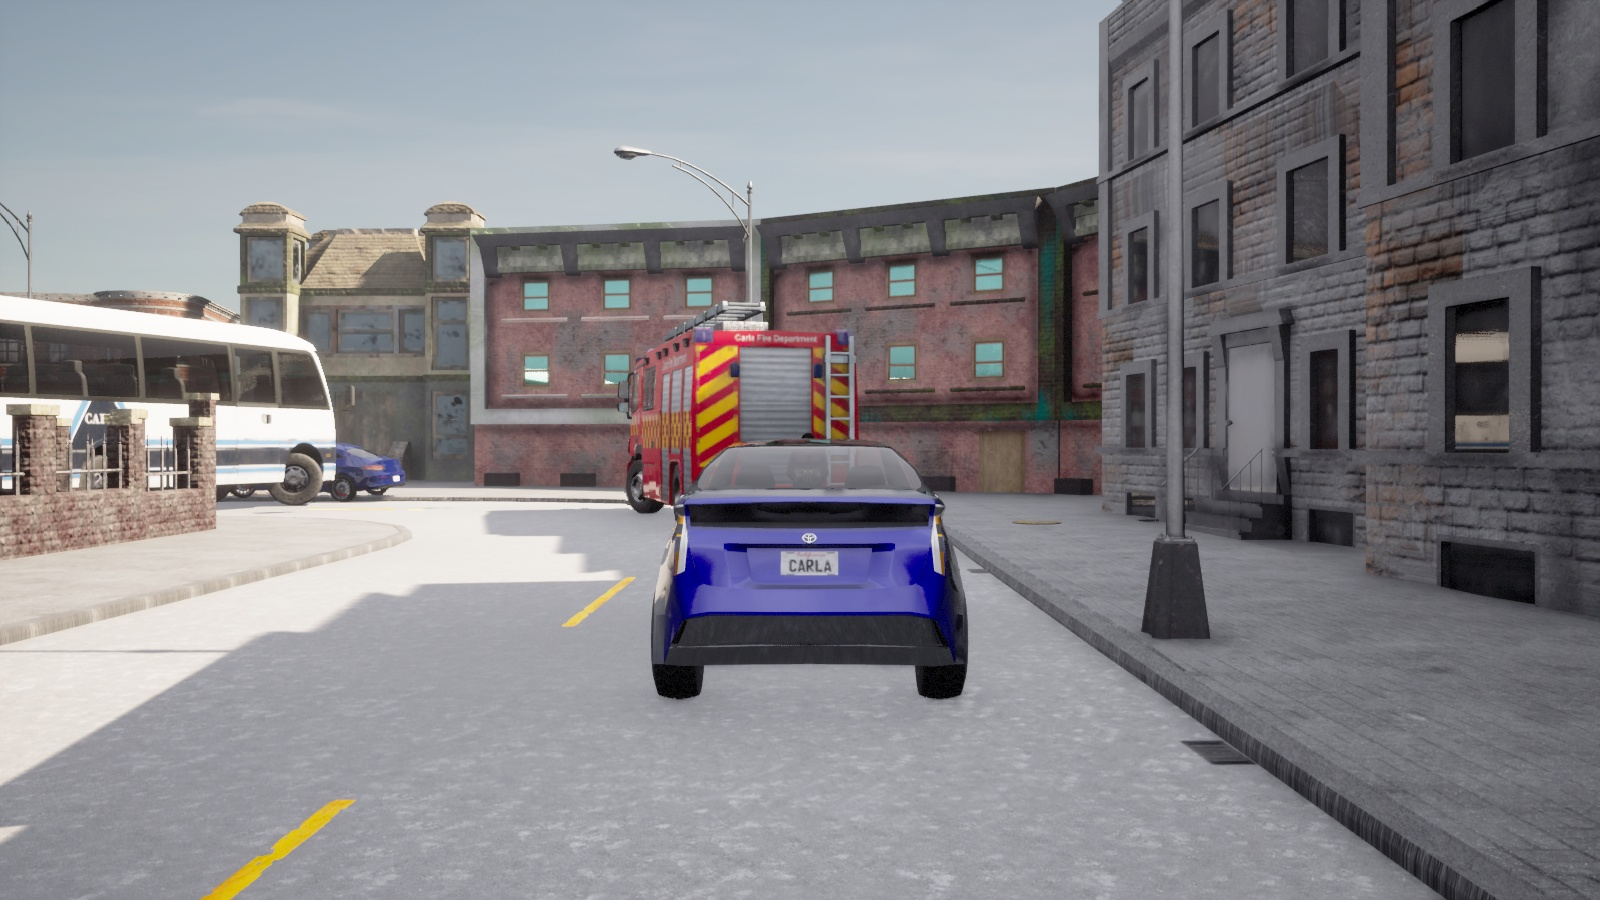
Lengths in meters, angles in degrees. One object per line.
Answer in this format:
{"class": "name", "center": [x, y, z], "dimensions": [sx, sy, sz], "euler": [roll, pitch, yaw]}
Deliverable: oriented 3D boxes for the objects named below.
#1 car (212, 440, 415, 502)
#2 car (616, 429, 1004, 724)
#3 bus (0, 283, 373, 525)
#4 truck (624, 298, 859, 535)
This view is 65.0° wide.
{"class": "car", "center": [-12.654, 0.510, 32.743], "dimensions": [4.674, 1.442, 1.812], "euler": [1, 2, 11]}
{"class": "car", "center": [0.064, 0.644, 8.761], "dimensions": [2.007, 1.525, 4.514], "euler": [0, 0, 0]}
{"class": "bus", "center": [-14.257, -0.832, 27.547], "dimensions": [3.944, 4.253, 10.273], "euler": [0, 0, 18]}
{"class": "truck", "center": [-1.505, -0.562, 24.705], "dimensions": [2.891, 3.827, 8.468], "euler": [0, 0, -15]}
